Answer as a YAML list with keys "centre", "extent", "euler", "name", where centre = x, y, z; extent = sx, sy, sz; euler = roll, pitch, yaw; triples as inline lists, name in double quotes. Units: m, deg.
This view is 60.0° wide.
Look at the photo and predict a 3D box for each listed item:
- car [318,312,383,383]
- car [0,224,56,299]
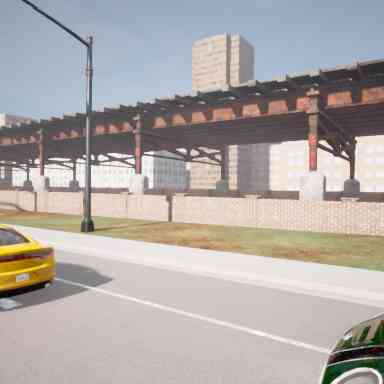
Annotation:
- centre: [3.065, 1.353, 1.805]
  extent: [4.553, 1.767, 2.097]
  euler: [0, 0, 36]
  name: "car"
- centre: [-5.218, 1.452, 7.721]
  extent: [5.008, 1.535, 1.882]
  euler: [0, 0, 36]
  name: "car"
